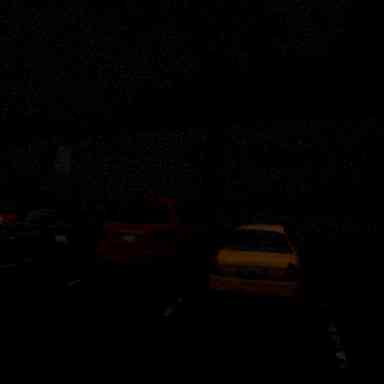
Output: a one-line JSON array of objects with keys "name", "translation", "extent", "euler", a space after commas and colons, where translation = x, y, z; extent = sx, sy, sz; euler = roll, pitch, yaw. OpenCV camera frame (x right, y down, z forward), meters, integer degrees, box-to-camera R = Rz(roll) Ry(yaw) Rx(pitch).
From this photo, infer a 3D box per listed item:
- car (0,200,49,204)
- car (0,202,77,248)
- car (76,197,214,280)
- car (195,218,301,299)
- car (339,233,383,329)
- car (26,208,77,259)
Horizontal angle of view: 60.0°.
[{"name": "car", "translation": [-7.988, 1.196, 15.352], "extent": [2.185, 1.767, 4.553], "euler": [1, 0, 16]}, {"name": "car", "translation": [-5.565, 1.353, 13.569], "extent": [2.231, 1.521, 4.892], "euler": [1, 0, 16]}, {"name": "car", "translation": [-0.697, 1.166, 10.078], "extent": [2.435, 2.045, 5.566], "euler": [1, 0, 16]}, {"name": "car", "translation": [1.775, 1.450, 8.467], "extent": [1.946, 1.575, 5.366], "euler": [1, 0, 16]}, {"name": "car", "translation": [4.151, 1.525, 6.520], "extent": [2.002, 1.452, 4.674], "euler": [1, 0, 16]}, {"name": "car", "translation": [-3.136, 1.413, 11.836], "extent": [2.163, 1.488, 4.792], "euler": [1, 0, 16]}]
